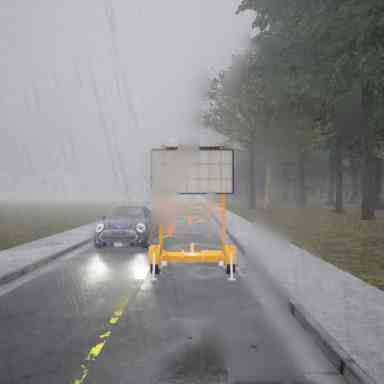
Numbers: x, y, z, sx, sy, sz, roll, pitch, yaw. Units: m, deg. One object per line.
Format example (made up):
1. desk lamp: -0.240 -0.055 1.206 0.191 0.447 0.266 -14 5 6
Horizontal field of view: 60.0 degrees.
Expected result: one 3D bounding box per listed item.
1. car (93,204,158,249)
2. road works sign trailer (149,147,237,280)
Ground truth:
1. car: -2.723 1.352 14.503 2.097 1.767 4.553 0 0 0
2. road works sign trailer: 0.019 0.464 9.873 2.380 3.560 2.880 0 0 0
